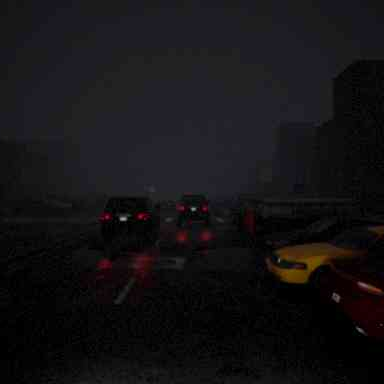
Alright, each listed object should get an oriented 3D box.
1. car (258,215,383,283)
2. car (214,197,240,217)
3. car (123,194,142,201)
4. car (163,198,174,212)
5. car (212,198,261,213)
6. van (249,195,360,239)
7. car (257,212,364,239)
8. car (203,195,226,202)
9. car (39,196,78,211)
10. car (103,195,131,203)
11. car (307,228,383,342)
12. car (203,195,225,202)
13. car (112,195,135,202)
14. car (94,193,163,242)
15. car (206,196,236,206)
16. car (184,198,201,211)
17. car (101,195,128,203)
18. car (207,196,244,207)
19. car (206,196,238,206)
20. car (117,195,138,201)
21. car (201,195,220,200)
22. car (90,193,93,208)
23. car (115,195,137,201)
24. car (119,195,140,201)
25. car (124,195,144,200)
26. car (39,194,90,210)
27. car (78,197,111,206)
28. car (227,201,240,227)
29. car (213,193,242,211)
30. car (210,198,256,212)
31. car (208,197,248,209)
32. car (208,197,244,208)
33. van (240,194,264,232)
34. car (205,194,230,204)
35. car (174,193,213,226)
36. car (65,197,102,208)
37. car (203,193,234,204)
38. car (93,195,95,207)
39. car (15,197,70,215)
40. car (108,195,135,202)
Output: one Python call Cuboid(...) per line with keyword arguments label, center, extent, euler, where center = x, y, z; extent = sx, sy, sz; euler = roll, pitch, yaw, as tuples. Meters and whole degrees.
Cuboid(label="car", center=(4.521, 1.474, 7.943), extent=(5.366, 1.575, 1.946), euler=(0, 0, 0))
Cuboid(label="car", center=(4.668, 1.490, 30.179), extent=(4.792, 1.488, 2.163), euler=(0, 0, 0))
Cuboid(label="car", center=(-15.547, 1.318, 86.401), extent=(4.553, 1.767, 2.185), euler=(0, 0, 0))
Cuboid(label="car", center=(-2.914, 1.448, 38.269), extent=(1.882, 1.535, 5.008), euler=(0, 0, 0))
Cuboid(label="car", center=(4.689, 1.455, 35.738), extent=(4.892, 1.521, 2.231), euler=(0, 0, 0))
Cuboid(label="van", center=(4.821, 1.249, 13.502), extent=(4.442, 1.987, 1.878), euler=(0, 0, 0))
Cuboid(label="car", center=(4.708, 1.516, 10.723), extent=(4.674, 1.452, 2.002), euler=(0, 0, 0))
Cuboid(label="car", center=(4.779, 1.423, 71.984), extent=(4.892, 1.521, 2.231), euler=(0, 0, 0))
Cuboid(label="car", center=(-15.552, 1.521, 36.764), extent=(4.674, 1.452, 2.002), euler=(0, 0, 0))
Cuboid(label="car", center=(-15.775, 1.412, 69.852), extent=(5.366, 1.575, 1.946), euler=(0, 0, 0))
Cuboid(label="car", center=(4.702, 1.477, 5.164), extent=(5.008, 1.535, 2.097), euler=(0, 0, 0))
Cuboid(label="car", center=(4.809, 1.455, 74.763), extent=(4.792, 1.488, 2.163), euler=(0, 0, 0))
Cuboid(label="car", center=(-15.557, 1.450, 75.372), extent=(4.792, 1.488, 2.163), euler=(0, 0, 0))
Cuboid(label="car", center=(-2.891, 1.218, 16.537), extent=(2.150, 2.045, 5.566), euler=(0, 0, -1))
Cuboid(label="car", center=(4.699, 1.453, 55.184), extent=(4.792, 1.488, 2.163), euler=(0, 0, 0))
Cuboid(label="car", center=(0.089, 1.512, 41.862), extent=(2.033, 1.411, 5.357), euler=(0, 0, 0))
Cuboid(label="car", center=(-15.616, 1.445, 67.096), extent=(4.792, 1.488, 2.163), euler=(0, 0, 0))
Cuboid(label="car", center=(4.898, 1.428, 49.627), extent=(5.366, 1.575, 1.946), euler=(0, 0, 0))
Cuboid(label="car", center=(4.691, 1.457, 52.407), extent=(4.792, 1.488, 2.163), euler=(0, 0, 0))
Cuboid(label="car", center=(-15.580, 1.469, 80.850), extent=(4.674, 1.452, 2.002), euler=(0, 0, 0))
Cuboid(label="car", center=(4.811, 1.456, 88.658), extent=(4.892, 1.521, 2.231), euler=(0, 0, 0))
Cuboid(label="car", center=(-15.525, 1.340, 42.280), extent=(4.553, 1.767, 2.185), euler=(0, 0, 0))
Cuboid(label="car", center=(-15.555, 1.453, 78.128), extent=(4.792, 1.488, 2.163), euler=(0, 0, 0))
Cuboid(label="car", center=(-15.609, 1.465, 83.644), extent=(4.792, 1.488, 2.163), euler=(0, 0, 0))
Cuboid(label="car", center=(-15.571, 1.452, 89.157), extent=(5.008, 1.535, 2.097), euler=(0, 0, 0))
Cuboid(label="car", center=(-15.525, 1.222, 39.522), extent=(5.566, 2.045, 2.435), euler=(0, 0, 0))
Cuboid(label="car", center=(-15.572, 1.473, 53.311), extent=(4.674, 1.452, 2.002), euler=(0, 0, 0))
Cuboid(label="car", center=(4.696, 1.472, 19.061), extent=(4.892, 1.521, 2.231), euler=(0, 0, 0))
Cuboid(label="car", center=(4.668, 1.206, 32.959), extent=(5.566, 2.045, 2.435), euler=(0, 0, 0))
Cuboid(label="car", center=(4.699, 1.449, 38.518), extent=(5.008, 1.535, 2.097), euler=(0, 0, 0))
Cuboid(label="car", center=(4.704, 1.440, 44.194), extent=(5.008, 1.535, 2.097), euler=(0, 0, 0))
Cuboid(label="car", center=(4.734, 1.465, 46.849), extent=(4.792, 1.488, 2.163), euler=(0, 0, 0))
Cuboid(label="van", center=(4.820, 1.247, 16.281), extent=(4.442, 1.987, 1.878), euler=(0, 0, 0))
Cuboid(label="car", center=(4.782, 1.293, 63.557), extent=(4.553, 1.767, 2.185), euler=(0, 0, 0))
Cuboid(label="car", center=(0.089, 1.204, 23.373), extent=(2.150, 2.045, 5.566), euler=(0, -1, 0))
Cuboid(label="car", center=(-15.561, 1.489, 47.796), extent=(4.674, 1.452, 2.002), euler=(0, 0, 0))
Cuboid(label="car", center=(4.771, 1.168, 60.745), extent=(5.566, 2.045, 2.435), euler=(0, 0, 0))
Cuboid(label="car", center=(-15.557, 1.498, 44.908), extent=(4.674, 1.452, 2.002), euler=(0, 0, 0))
Cuboid(label="car", center=(-15.517, 1.517, 34.007), extent=(4.792, 1.488, 2.163), euler=(0, 0, 0))
Cuboid(label="car", center=(-15.403, 1.414, 72.615), extent=(5.366, 1.575, 1.946), euler=(0, 0, 0))
